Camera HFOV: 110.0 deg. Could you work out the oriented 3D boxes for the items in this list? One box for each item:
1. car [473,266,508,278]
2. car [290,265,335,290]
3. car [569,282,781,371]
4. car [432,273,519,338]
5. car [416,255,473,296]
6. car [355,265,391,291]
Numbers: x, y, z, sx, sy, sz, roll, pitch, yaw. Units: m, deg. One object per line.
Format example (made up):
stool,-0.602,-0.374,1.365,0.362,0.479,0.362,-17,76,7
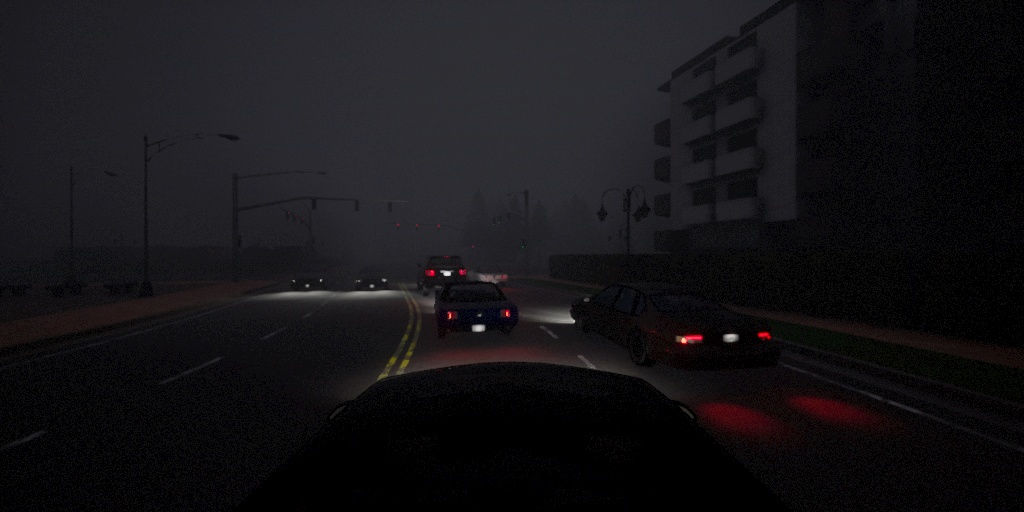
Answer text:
car,-1.811,1.336,24.319,1.895,1.301,4.718,0,0,-18
car,-12.516,1.305,22.885,2.033,1.411,5.357,0,0,-20
car,2.910,1.287,7.900,2.033,1.411,5.357,0,0,-9
car,-1.238,1.346,10.271,1.895,1.301,4.718,0,0,-13
car,-3.933,0.965,19.666,2.150,2.045,5.566,0,0,-18
car,-8.730,1.298,22.633,2.033,1.411,5.357,0,0,-19
